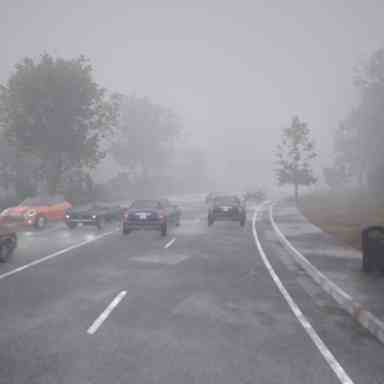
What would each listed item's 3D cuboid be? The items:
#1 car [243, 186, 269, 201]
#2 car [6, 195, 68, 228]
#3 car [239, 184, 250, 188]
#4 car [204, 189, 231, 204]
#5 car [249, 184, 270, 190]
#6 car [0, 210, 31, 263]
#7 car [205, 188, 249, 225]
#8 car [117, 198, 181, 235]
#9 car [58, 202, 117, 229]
[{"bbox_3d":[7.428,0.332,38.967,1.895,1.301,4.718,0,2,21],"label":"car"},{"bbox_3d":[-8.855,1.020,19.320,2.097,1.767,4.553,0,2,9],"label":"car"},{"bbox_3d":[11.353,-0.845,69.378,2.128,1.511,4.902,-1,2,33],"label":"car"},{"bbox_3d":[2.871,0.471,36.501,1.994,1.385,4.181,0,2,18],"label":"car"},{"bbox_3d":[14.155,-0.854,67.280,2.033,1.411,5.357,-1,2,33],"label":"car"},{"bbox_3d":[-6.577,1.443,8.844,1.812,1.442,4.674,0,1,5],"label":"car"},{"bbox_3d":[2.240,0.904,20.365,2.097,1.767,4.553,0,2,10],"label":"car"},{"bbox_3d":[-1.896,1.061,17.008,2.097,1.767,4.553,0,2,8],"label":"car"},{"bbox_3d":[-5.343,1.257,19.064,1.895,1.301,4.718,0,2,9],"label":"car"}]
